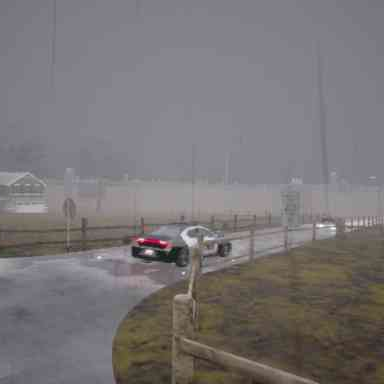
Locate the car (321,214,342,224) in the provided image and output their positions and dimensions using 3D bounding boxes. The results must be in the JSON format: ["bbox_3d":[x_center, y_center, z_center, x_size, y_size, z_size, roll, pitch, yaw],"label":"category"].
[{"bbox_3d":[19.367,3.747,46.244,1.895,1.301,4.718,1,-2,35],"label":"car"}]

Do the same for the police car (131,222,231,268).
[{"bbox_3d":[-0.115,2.042,13.660,2.038,1.542,4.974,1,-2,35],"label":"police car"}]
